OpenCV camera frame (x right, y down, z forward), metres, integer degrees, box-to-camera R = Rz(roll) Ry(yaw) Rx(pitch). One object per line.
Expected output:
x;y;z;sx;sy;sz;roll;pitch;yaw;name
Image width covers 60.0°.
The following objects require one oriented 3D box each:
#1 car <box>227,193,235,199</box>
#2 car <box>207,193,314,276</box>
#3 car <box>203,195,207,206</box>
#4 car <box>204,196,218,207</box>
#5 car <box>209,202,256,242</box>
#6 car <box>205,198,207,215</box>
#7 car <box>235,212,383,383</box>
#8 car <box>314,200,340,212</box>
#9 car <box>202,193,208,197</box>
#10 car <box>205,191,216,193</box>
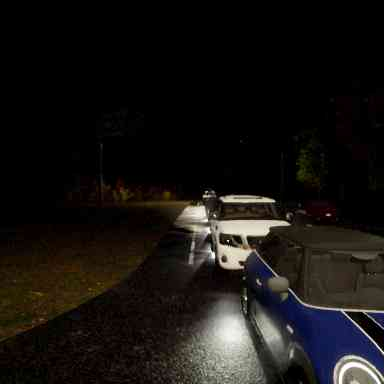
10.699;0.986;91.851;1.882;1.535;5.008;0;0;1;car
1.733;1.160;10.485;2.150;2.045;5.566;0;0;1;car
2.179;1.322;29.326;1.882;1.535;5.008;0;0;1;car
2.682;1.314;47.988;1.994;1.385;4.181;0;0;3;car
1.876;1.384;16.825;1.882;1.535;5.008;0;0;1;car
2.028;1.380;23.072;1.837;1.490;4.892;0;0;1;car
1.940;1.338;4.138;2.097;1.767;4.553;0;0;0;car
9.054;1.349;24.389;1.882;1.535;5.008;0;0;1;car
2.491;1.275;41.580;2.128;1.511;4.902;0;0;2;car
2.874;0.938;54.421;2.150;2.045;5.566;0;0;2;car
